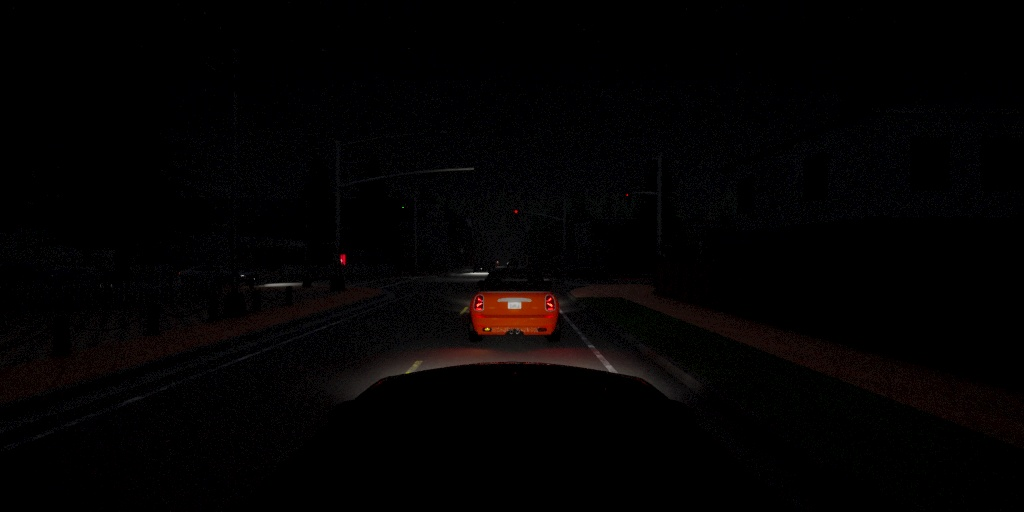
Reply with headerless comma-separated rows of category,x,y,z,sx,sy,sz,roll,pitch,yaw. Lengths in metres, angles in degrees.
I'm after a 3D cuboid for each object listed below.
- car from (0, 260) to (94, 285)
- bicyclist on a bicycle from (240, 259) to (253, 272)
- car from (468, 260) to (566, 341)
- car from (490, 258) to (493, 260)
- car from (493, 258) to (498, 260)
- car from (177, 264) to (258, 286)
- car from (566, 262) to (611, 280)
car,-31.943,1.243,24.102,5.008,1.535,1.882,0,0,-1
bicyclist on a bicycle,-23.575,1.066,31.823,0.582,1.620,1.656,0,0,-2
car,0.067,1.102,9.977,2.097,1.767,4.553,0,0,0
car,-3.619,1.314,44.326,1.994,1.385,4.181,0,0,0
car,-3.619,1.314,55.582,1.994,1.385,4.181,0,0,0
car,-20.010,1.291,24.465,4.674,1.442,1.812,0,0,-2
car,5.713,1.225,29.896,4.902,1.511,2.128,0,0,2
